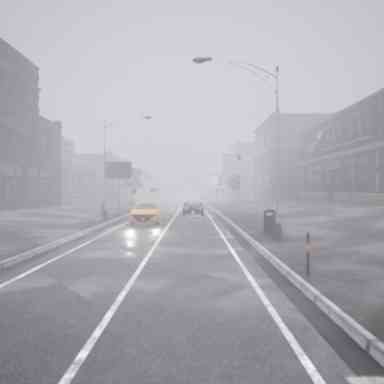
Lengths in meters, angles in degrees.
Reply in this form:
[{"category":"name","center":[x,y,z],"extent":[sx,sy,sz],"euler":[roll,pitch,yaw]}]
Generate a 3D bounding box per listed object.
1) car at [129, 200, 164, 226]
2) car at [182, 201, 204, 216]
[{"category":"car","center":[-2.997,1.359,22.661],"extent":[1.882,1.535,5.008],"euler":[0,0,0]},{"category":"car","center":[0.104,1.465,30.756],"extent":[1.895,1.301,4.718],"euler":[0,0,0]}]
